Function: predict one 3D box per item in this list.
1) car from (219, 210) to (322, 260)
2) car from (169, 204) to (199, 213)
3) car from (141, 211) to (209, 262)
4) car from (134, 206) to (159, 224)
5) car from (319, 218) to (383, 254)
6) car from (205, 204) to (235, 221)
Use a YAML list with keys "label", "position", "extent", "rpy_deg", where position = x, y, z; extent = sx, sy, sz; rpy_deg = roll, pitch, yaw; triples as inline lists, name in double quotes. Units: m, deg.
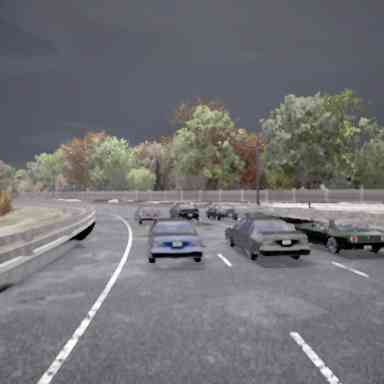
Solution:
- label: "car"
  position: [2.718, 1.682, 13.136]
  extent: [2.033, 1.411, 5.357]
  rpy_deg: [0, -1, -7]
- label: "car"
  position: [-0.793, 1.785, 30.225]
  extent: [1.882, 1.535, 5.008]
  rpy_deg: [0, 0, -16]
- label: "car"
  position: [-0.758, 1.678, 12.726]
  extent: [2.033, 1.411, 5.357]
  rpy_deg: [0, -1, -7]
- label: "car"
  position: [-3.702, 1.830, 27.686]
  extent: [2.033, 1.411, 5.357]
  rpy_deg: [0, -1, -15]
- label: "car"
  position: [6.096, 1.747, 14.255]
  extent: [1.895, 1.301, 4.718]
  rpy_deg: [0, -1, -7]
- label: "car"
  position: [2.687, 1.839, 30.784]
  extent: [1.812, 1.442, 4.674]
  rpy_deg: [0, 0, -16]
